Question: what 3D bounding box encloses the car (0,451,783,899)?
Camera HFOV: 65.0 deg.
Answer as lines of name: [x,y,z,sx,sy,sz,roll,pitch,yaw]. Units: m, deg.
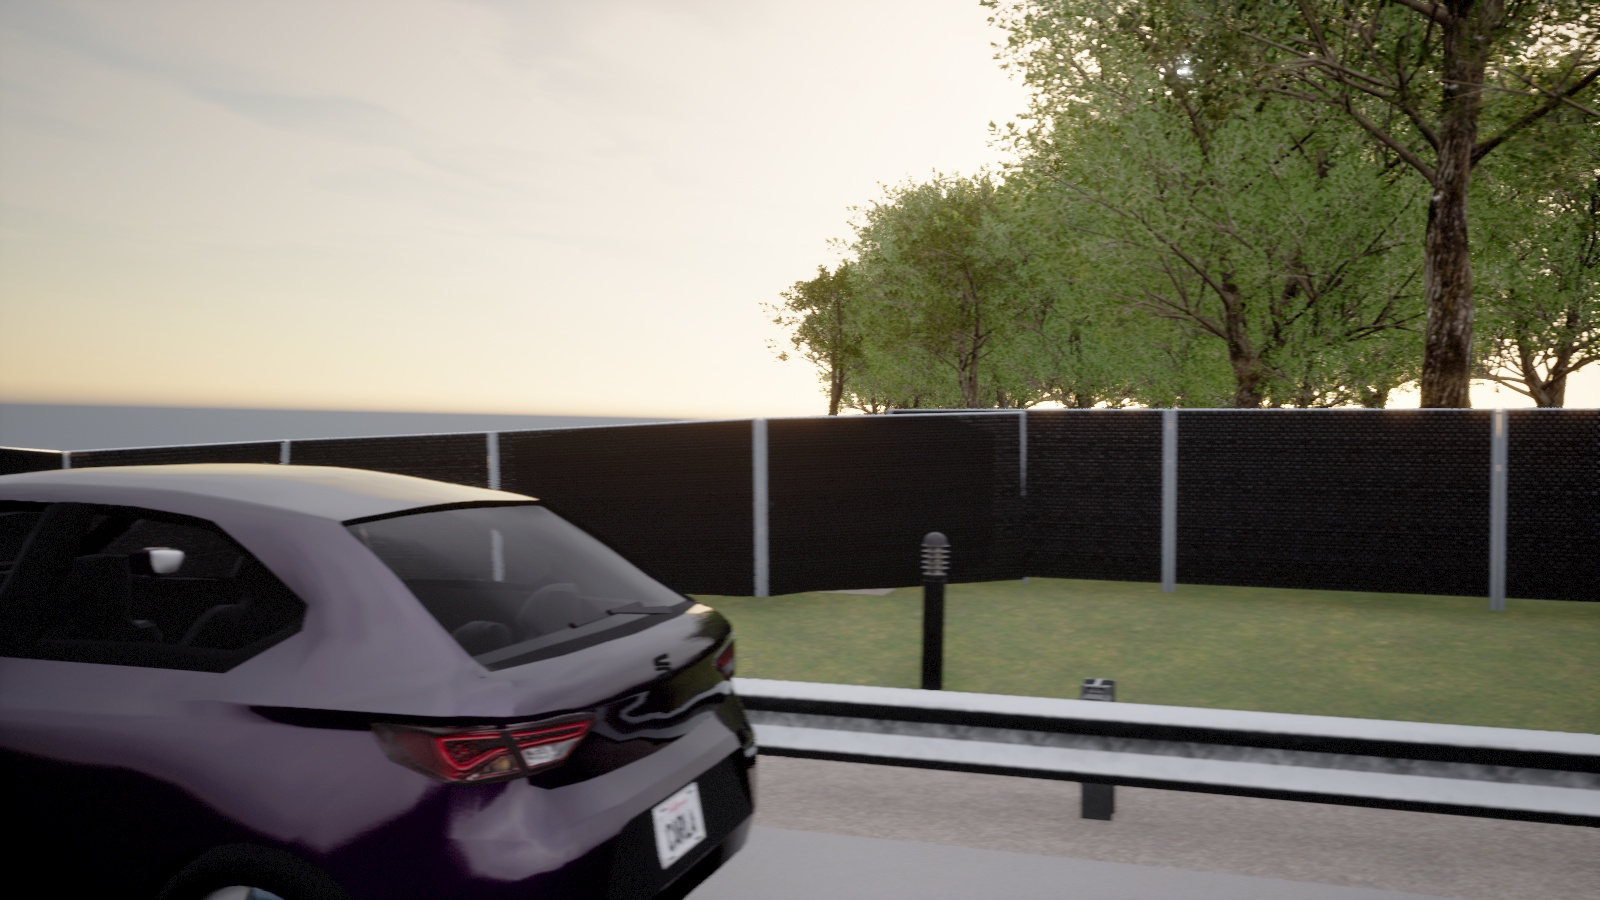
car: [-2.336,0.767,3.982,4.193,1.474,1.816,1,1,19]
